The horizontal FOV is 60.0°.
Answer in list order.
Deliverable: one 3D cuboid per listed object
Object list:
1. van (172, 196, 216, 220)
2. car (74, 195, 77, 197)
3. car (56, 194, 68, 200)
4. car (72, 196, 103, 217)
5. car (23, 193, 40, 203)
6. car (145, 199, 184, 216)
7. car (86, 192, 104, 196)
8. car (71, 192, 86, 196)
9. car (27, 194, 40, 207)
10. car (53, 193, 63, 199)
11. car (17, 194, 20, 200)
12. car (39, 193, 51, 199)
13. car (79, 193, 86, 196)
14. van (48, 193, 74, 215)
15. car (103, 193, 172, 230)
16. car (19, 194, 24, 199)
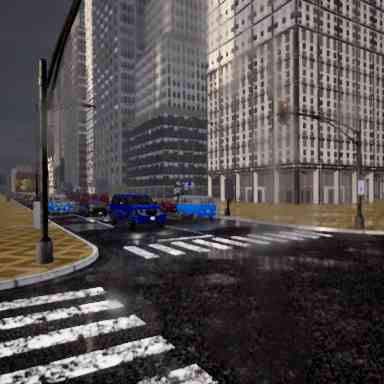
[{"bbox_3d":[0.253,1.192,26.306,1.690,1.788,3.998,0,0,-31],"label":"van"},{"bbox_3d":[-16.512,1.393,43.123,1.895,1.301,4.718,-1,1,-30],"label":"car"},{"bbox_3d":[-30.844,1.106,78.702,2.008,1.369,4.403,0,0,-31],"label":"car"},{"bbox_3d":[-9.173,1.409,30.646,2.033,1.411,5.357,-1,1,-31],"label":"car"},{"bbox_3d":[-23.966,1.316,50.594,2.008,1.369,4.403,0,0,-31],"label":"car"},{"bbox_3d":[-2.642,1.370,31.029,1.887,1.381,4.507,0,0,-31],"label":"car"},{"bbox_3d":[-13.934,1.034,50.088,2.192,1.841,5.009,0,0,-31],"label":"car"},{"bbox_3d":[-19.571,0.980,59.626,2.192,1.841,5.009,0,0,-31],"label":"car"},{"bbox_3d":[-21.148,1.358,45.826,1.947,1.339,4.313,0,0,-31],"label":"car"},{"bbox_3d":[-33.749,1.052,83.617,1.752,1.417,4.829,0,0,-31],"label":"car"},{"bbox_3d":[-40.876,1.183,79.207,1.802,1.307,4.206,0,0,-31],"label":"car"},{"bbox_3d":[-37.388,1.056,84.480,2.128,1.511,4.902,-1,1,-31],"label":"car"},{"bbox_3d":[-16.752,1.237,54.858,1.887,1.381,4.507,0,0,-31],"label":"car"},{"bbox_3d":[-12.694,1.213,31.518,1.690,1.788,3.998,0,0,-31],"label":"van"},{"bbox_3d":[-3.649,1.135,21.291,2.150,2.045,5.566,-1,1,-31],"label":"car"},{"bbox_3d":[-29.603,1.292,60.132,1.802,1.307,4.206,0,0,-31],"label":"car"}]
